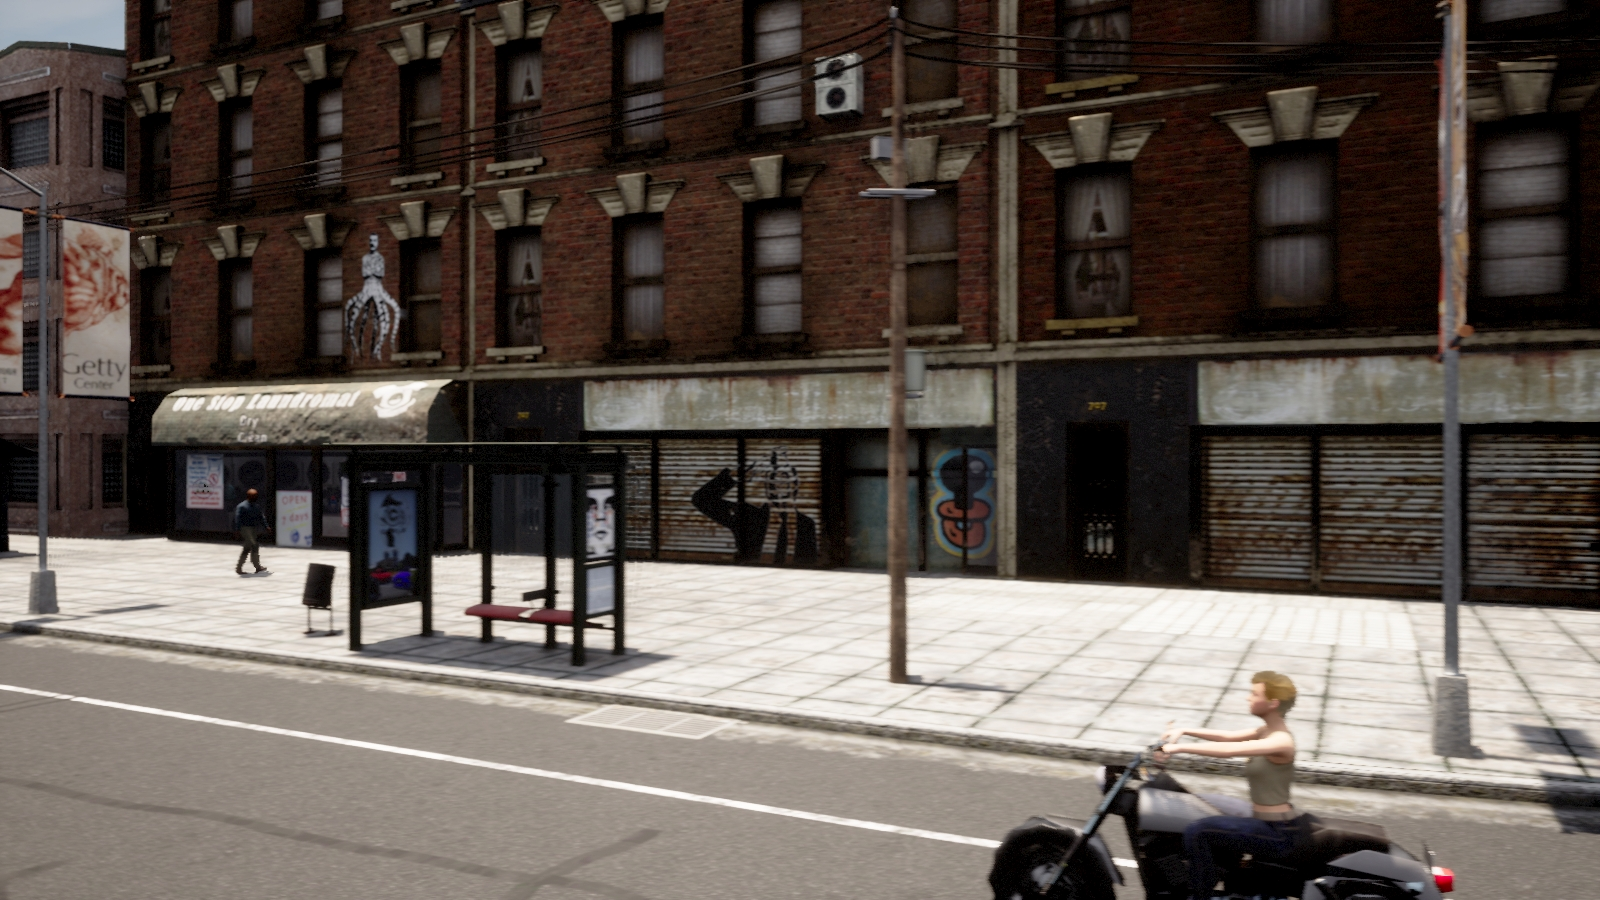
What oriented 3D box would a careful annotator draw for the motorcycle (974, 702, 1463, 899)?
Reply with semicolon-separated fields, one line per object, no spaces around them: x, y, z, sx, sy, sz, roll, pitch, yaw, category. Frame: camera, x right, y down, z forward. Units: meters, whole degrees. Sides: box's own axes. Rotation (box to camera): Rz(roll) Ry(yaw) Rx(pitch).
2.187;2.171;6.209;2.356;1.277;0.764;0;-1;20;motorcycle

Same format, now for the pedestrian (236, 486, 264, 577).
-11.501;1.701;23.889;0.375;1.860;0.375;0;0;19;pedestrian
